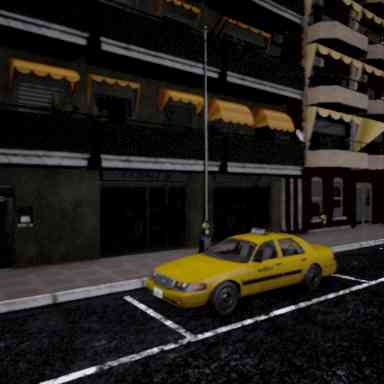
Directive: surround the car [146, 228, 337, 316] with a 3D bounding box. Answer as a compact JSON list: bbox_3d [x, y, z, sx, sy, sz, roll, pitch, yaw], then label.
[{"bbox_3d":[1.342,1.541,7.526,4.829,1.417,1.752,0,-1,-35],"label":"car"}]
